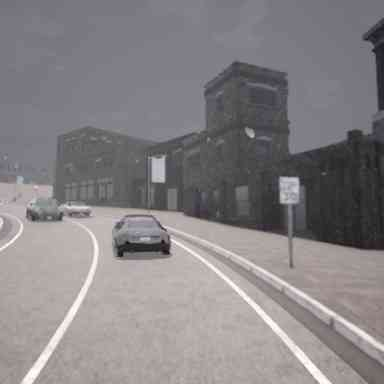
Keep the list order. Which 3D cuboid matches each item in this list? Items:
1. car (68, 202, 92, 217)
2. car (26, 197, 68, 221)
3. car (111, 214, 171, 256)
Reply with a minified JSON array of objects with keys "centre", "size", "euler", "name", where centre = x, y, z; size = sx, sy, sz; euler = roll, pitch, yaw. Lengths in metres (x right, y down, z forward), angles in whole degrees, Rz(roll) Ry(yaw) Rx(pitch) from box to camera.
[{"centre":[-11.159,1.564,31.178],"size":[1.895,1.301,4.718],"euler":[3,-1,-38],"name":"car"},{"centre":[-11.345,1.230,25.579],"size":[2.097,1.767,4.553],"euler":[2,-1,-33],"name":"car"},{"centre":[-2.138,1.590,13.384],"size":[1.994,1.385,4.181],"euler":[1,0,-15],"name":"car"}]
